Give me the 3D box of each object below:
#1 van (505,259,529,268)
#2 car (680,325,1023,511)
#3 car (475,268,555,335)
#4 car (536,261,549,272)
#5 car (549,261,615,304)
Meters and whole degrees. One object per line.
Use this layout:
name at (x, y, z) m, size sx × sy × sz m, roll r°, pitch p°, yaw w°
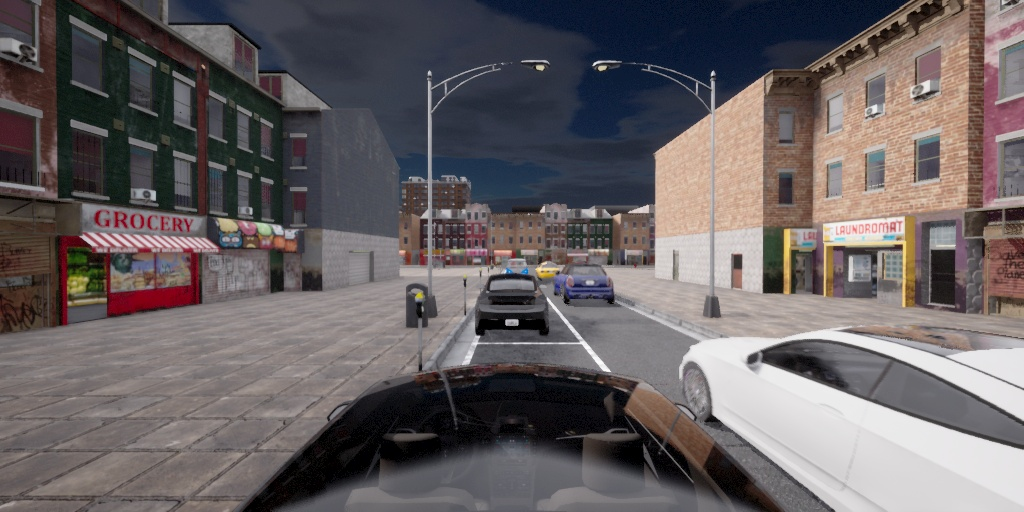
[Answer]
van at (0.382, 1.095, 27.349) m, size 1.690 × 1.789 × 3.998 m, roll 0°, pitch 0°, yaw 0°
car at (3.121, 1.275, 2.806) m, size 1.812 × 1.442 × 4.674 m, roll 0°, pitch 0°, yaw 0°
car at (0.000, 1.253, 10.501) m, size 1.837 × 1.490 × 4.892 m, roll 0°, pitch 0°, yaw 0°
car at (3.022, 1.211, 30.289) m, size 1.801 × 1.575 × 5.366 m, roll 0°, pitch 0°, yaw 0°
car at (3.120, 1.103, 16.454) m, size 2.097 × 1.767 × 4.553 m, roll 0°, pitch 0°, yaw 0°
